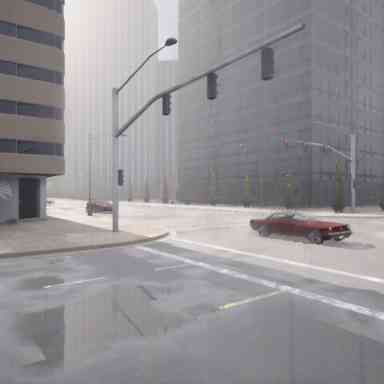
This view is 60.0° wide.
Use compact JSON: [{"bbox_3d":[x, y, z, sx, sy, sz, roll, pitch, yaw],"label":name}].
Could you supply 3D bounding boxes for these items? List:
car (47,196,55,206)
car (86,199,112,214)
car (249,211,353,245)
[{"bbox_3d":[-24.810,1.498,56.769,1.812,1.442,4.674,0,0,-36],"label":"car"},{"bbox_3d":[-10.161,1.545,36.783,1.882,1.535,5.008,0,0,-36],"label":"car"},{"bbox_3d":[5.073,1.618,15.997,1.895,1.301,4.718,0,0,-36],"label":"car"}]
